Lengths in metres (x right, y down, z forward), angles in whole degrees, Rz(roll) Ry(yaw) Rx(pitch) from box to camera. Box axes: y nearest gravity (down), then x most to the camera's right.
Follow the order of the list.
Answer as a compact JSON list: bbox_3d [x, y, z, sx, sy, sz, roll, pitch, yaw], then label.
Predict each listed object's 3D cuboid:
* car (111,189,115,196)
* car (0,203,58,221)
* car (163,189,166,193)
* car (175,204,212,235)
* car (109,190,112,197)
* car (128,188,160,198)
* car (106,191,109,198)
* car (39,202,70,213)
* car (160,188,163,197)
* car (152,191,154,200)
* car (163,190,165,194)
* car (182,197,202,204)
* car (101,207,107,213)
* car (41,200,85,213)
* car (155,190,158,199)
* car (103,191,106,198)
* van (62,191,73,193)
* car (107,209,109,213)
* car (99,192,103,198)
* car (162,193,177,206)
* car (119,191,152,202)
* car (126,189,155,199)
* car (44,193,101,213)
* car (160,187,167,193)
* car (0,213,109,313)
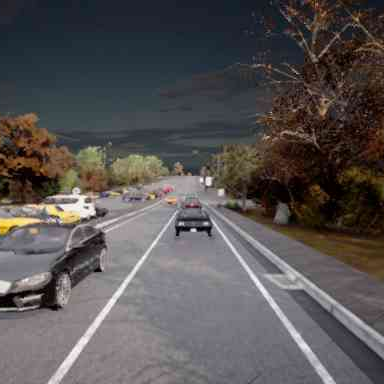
[{"bbox_3d":[-23.239,0.668,85.578,4.892,1.521,2.231,0,1,0],"label":"car"},{"bbox_3d":[-9.985,1.513,16.798,5.366,1.575,1.946,0,0,0],"label":"car"},{"bbox_3d":[-10.181,0.618,88.359,4.792,1.488,2.163,0,2,0],"label":"car"},{"bbox_3d":[0.072,1.591,18.554,1.895,1.301,4.718,0,0,0],"label":"car"},{"bbox_3d":[-23.252,0.741,82.661,5.008,1.535,2.097,0,1,0],"label":"car"},{"bbox_3d":[-10.255,0.681,71.634,5.566,2.045,2.435,0,1,0],"label":"car"},{"bbox_3d":[-23.265,0.804,79.872,5.008,1.535,2.097,0,1,0],"label":"car"},{"bbox_3d":[-10.167,1.533,19.574,4.892,1.521,2.231,0,0,0],"label":"car"},{"bbox_3d":[-10.146,0.616,82.782,4.553,1.767,2.185,0,1,0],"label":"car"},{"bbox_3d":[-10.293,1.002,63.277,4.792,1.488,2.163,0,0,0],"label":"car"},{"bbox_3d":[-10.135,0.698,85.572,4.792,1.488,2.163,0,2,0],"label":"car"},{"bbox_3d":[0.003,1.356,36.300,2.097,1.767,4.553,0,0,0],"label":"car"},{"bbox_3d":[-10.136,1.579,27.903,5.008,1.535,2.097,0,0,0],"label":"car"},{"bbox_3d":[-10.336,1.545,22.351,5.366,1.575,1.946,0,0,0],"label":"car"},{"bbox_3d":[-10.234,0.955,68.842,5.008,1.535,2.097,0,1,0],"label":"car"},{"bbox_3d":[-23.253,0.888,77.082,4.792,1.488,2.163,0,1,0],"label":"car"},{"bbox_3d":[-23.230,0.750,60.467,4.442,1.987,1.878,1,0,0],"label":"van"},{"bbox_3d":[-10.091,1.624,30.679,4.792,1.488,2.163,0,0,0],"label":"car"},{"bbox_3d":[-23.480,0.895,74.427,5.366,1.575,1.946,0,1,0],"label":"car"},{"bbox_3d":[-3.439,1.425,55.005,1.882,1.535,5.008,0,1,0],"label":"car"},{"bbox_3d":[-10.247,1.007,60.493,4.792,1.488,2.163,0,0,0],"label":"car"},{"bbox_3d":[-10.283,0.841,66.063,4.553,1.767,2.185,0,0,0],"label":"car"},{"bbox_3d":[-10.169,1.312,25.129,5.566,2.045,2.435,0,0,0],"label":"car"},{"bbox_3d":[-10.159,0.276,93.918,4.553,1.767,2.185,0,2,0],"label":"car"},{"bbox_3d":[-3.358,1.485,7.865,2.128,1.511,4.902,0,0,0],"label":"car"}]
